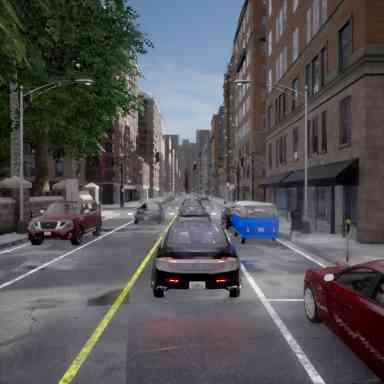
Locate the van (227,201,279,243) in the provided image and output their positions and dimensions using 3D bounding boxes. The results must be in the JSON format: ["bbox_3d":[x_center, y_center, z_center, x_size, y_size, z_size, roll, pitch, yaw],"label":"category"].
[{"bbox_3d":[2.850,1.336,15.612,1.690,1.788,3.998,0,0,0],"label":"van"}]

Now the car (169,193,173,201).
[{"bbox_3d":[-5.689,1.493,70.160,1.887,1.381,4.507,0,0,0],"label":"car"}]

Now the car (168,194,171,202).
[{"bbox_3d":[-5.688,1.501,64.709,2.008,1.369,4.403,0,0,0],"label":"car"}]

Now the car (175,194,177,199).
[{"bbox_3d":[-5.694,1.496,86.512,2.008,1.369,4.403,0,0,0],"label":"car"}]

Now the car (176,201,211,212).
[{"bbox_3d":[0.093,1.485,18.452,2.128,1.511,4.902,0,0,0],"label":"car"}]

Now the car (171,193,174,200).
[{"bbox_3d":[-5.691,1.491,75.611,1.887,1.381,4.507,0,0,0],"label":"car"}]

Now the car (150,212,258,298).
[{"bbox_3d":[0.098,1.490,8.513,2.128,1.511,4.902,0,0,0],"label":"car"}]

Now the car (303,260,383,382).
[{"bbox_3d":[2.853,1.544,4.291,1.887,1.381,4.507,0,0,0],"label":"car"}]

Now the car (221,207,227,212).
[{"bbox_3d":[2.849,1.557,21.272,1.947,1.339,4.313,0,0,0],"label":"car"}]

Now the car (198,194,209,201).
[{"bbox_3d":[2.833,1.386,75.649,1.967,1.590,4.097,0,0,0],"label":"car"}]

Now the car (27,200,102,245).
[{"bbox_3d":[-5.674,1.310,15.570,2.192,1.841,5.009,0,0,0],"label":"car"}]

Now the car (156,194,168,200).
[{"bbox_3d":[-5.686,1.480,59.088,1.752,1.417,4.829,0,0,0],"label":"car"}]

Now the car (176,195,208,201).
[{"bbox_3d":[-0.009,1.338,27.629,2.097,1.767,4.553,0,0,0],"label":"car"}]

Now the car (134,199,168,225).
[{"bbox_3d":[-3.022,1.514,24.421,1.812,1.442,4.674,0,0,0],"label":"car"}]
